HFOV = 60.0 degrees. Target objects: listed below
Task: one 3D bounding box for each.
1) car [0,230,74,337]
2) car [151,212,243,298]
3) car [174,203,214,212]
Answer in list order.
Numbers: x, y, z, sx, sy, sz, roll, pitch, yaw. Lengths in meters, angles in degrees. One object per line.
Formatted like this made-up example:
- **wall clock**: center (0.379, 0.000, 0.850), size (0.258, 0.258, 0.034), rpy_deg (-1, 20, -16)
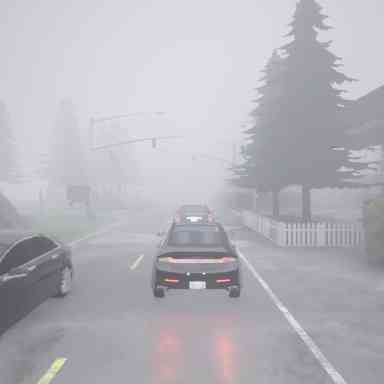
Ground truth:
- **car**: center (-3.593, 1.505, 5.715), size (1.837, 1.490, 4.892), rpy_deg (0, 0, 0)
- **car**: center (0.100, 1.492, 8.517), size (2.128, 1.511, 4.902), rpy_deg (0, 0, 0)
- **car**: center (0.101, 1.352, 17.670), size (2.097, 1.767, 4.553), rpy_deg (0, 0, 0)
